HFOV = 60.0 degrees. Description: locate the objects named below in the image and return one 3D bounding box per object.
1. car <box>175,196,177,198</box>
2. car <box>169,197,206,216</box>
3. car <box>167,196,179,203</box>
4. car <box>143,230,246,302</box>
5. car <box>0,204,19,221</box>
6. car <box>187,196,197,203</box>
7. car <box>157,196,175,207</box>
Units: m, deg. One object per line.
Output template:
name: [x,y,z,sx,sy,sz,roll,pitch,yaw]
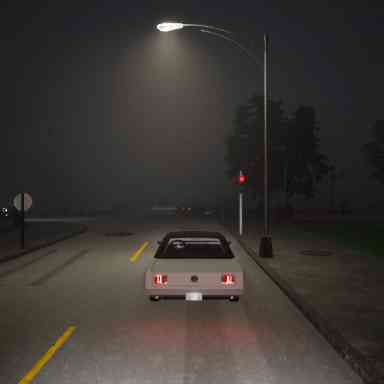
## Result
car: [-4.044,1.547,59.802,2.033,1.411,5.357,0,0,0]
car: [-0.112,1.547,32.539,2.033,1.411,5.357,0,0,17]
car: [-3.967,1.540,70.143,2.033,1.411,5.357,0,0,0]
car: [0.060,1.601,8.233,1.895,1.301,4.718,0,0,0]
car: [-16.225,1.352,26.369,4.553,1.767,2.097,0,0,0]
car: [0.033,1.601,69.423,1.895,1.301,4.718,0,0,0]
car: [-4.072,1.505,50.104,1.837,1.490,4.892,0,0,0]
